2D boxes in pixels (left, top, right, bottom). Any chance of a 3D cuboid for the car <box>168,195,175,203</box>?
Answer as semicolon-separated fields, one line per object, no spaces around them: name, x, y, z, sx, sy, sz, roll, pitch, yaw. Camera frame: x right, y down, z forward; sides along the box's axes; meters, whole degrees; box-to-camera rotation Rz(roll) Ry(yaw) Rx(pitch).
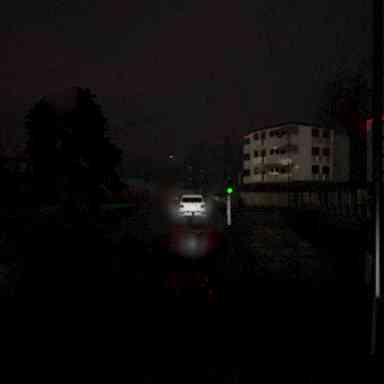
car;-3.990;1.448;70.863;1.882;1.535;5.008;0;0;0

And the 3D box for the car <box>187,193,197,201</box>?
car;0.011;1.188;80.993;2.150;2.045;5.566;0;0;0

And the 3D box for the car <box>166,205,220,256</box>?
car;0.045;1.486;13.042;2.128;1.511;4.902;0;0;1

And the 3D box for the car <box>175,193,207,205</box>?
car;0.041;1.212;26.925;2.150;2.045;5.566;0;0;1
